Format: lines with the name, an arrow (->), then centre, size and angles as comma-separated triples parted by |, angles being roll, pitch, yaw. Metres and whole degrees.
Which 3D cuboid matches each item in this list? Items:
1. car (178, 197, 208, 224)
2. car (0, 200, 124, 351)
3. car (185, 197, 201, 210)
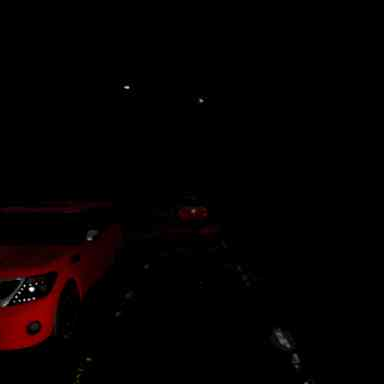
car -> 0.100, 1.332, 24.970 | 2.097, 1.767, 4.553 | 0, 0, 0
car -> -2.838, 1.218, 6.581 | 2.150, 2.045, 5.566 | 0, 0, 0
car -> 0.109, 1.440, 42.736 | 1.882, 1.535, 5.008 | 0, 0, 0
